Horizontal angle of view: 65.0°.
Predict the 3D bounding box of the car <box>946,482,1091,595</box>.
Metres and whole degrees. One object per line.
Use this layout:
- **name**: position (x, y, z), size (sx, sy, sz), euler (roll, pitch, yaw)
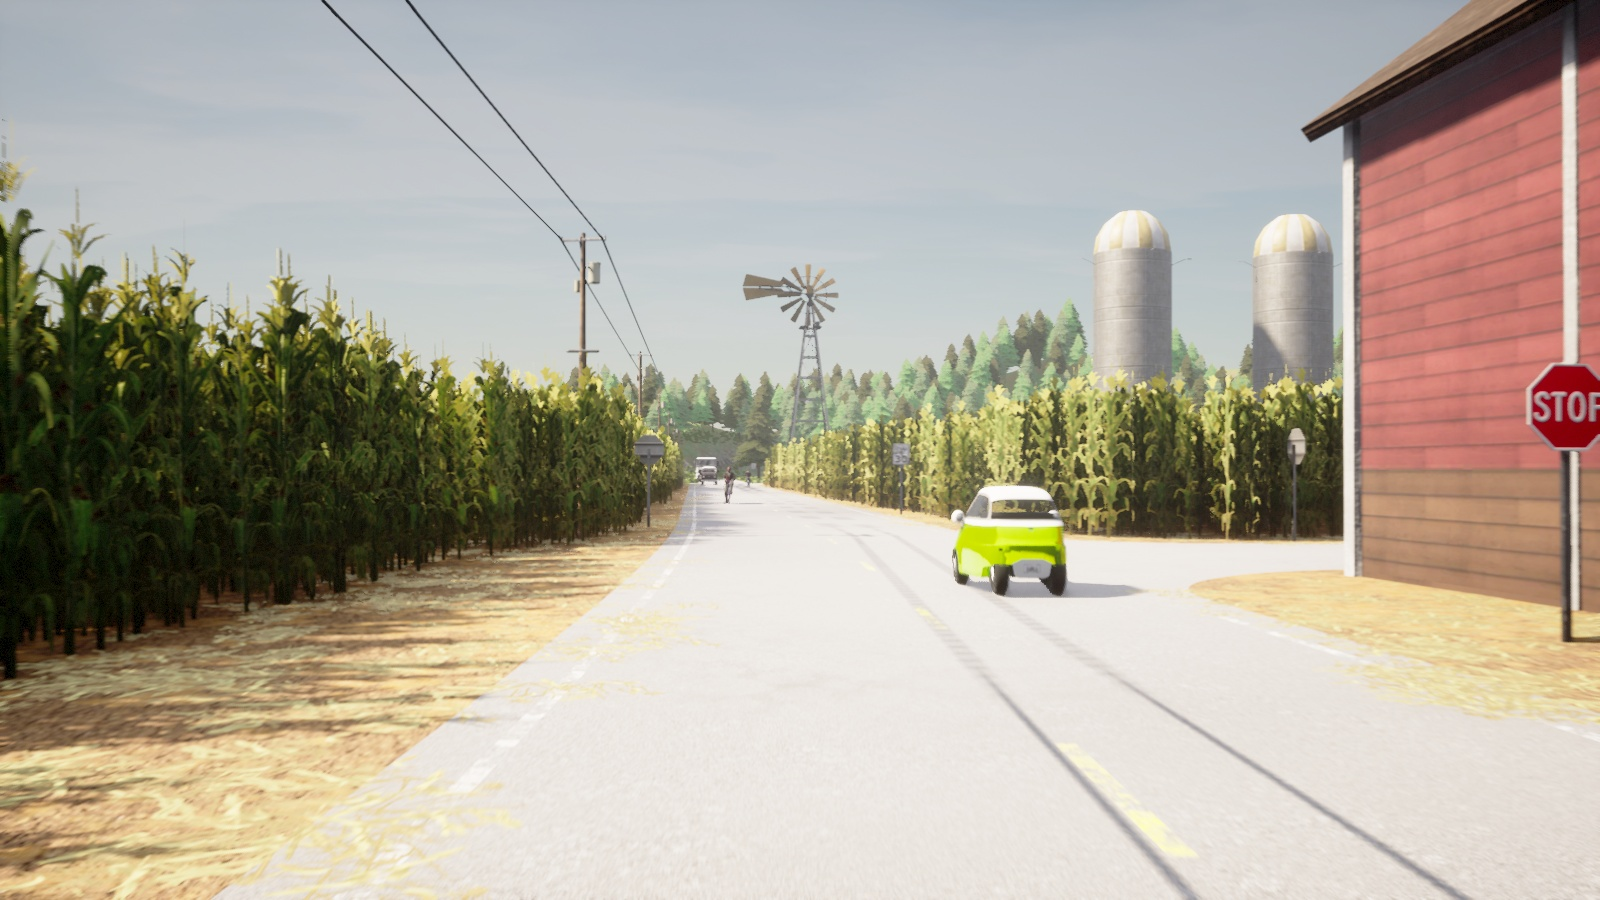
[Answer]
- **car**: position (2.868, 1.140, 16.844), size (1.481, 1.376, 2.207), euler (0, -1, -2)
